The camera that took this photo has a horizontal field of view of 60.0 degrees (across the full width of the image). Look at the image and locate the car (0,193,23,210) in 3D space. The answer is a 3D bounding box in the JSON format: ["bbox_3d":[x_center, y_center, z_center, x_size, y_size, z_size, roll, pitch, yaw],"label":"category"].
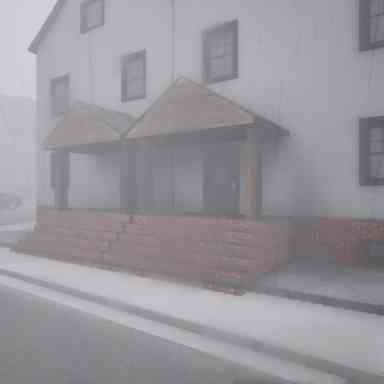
[{"bbox_3d":[-16.187,0.891,26.550,1.837,1.490,4.892,0,7,35],"label":"car"}]
